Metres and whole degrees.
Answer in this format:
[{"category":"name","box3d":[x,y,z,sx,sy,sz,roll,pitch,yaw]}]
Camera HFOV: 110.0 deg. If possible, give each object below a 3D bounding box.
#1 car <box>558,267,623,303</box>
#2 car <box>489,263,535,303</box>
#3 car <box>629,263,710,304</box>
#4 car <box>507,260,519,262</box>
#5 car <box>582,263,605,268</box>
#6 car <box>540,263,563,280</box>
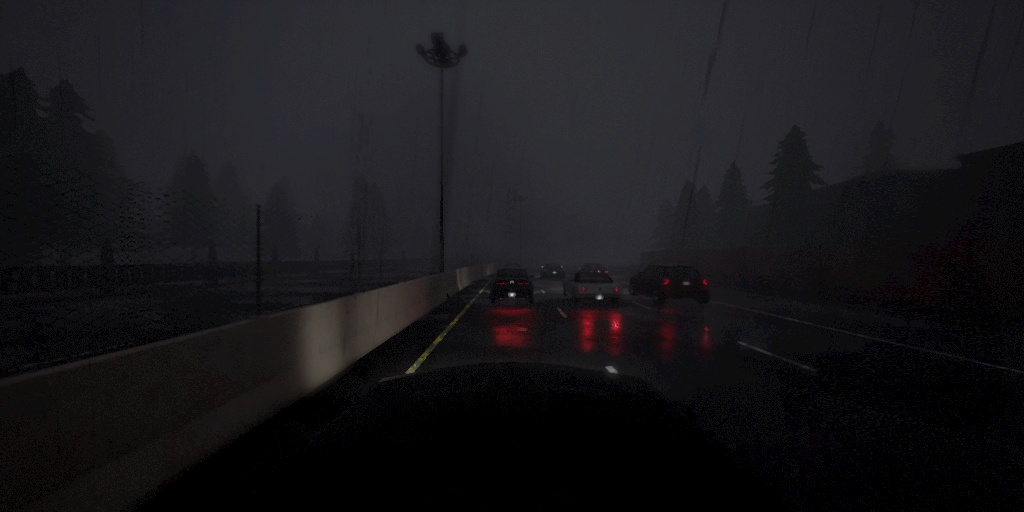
[{"category":"car","box3d":[3.500,1.366,16.530,1.895,1.301,4.718,0,0,0]},{"category":"car","box3d":[0.000,1.266,16.500,1.837,1.490,4.892,0,0,0]},{"category":"car","box3d":[7.000,1.116,16.470,2.097,1.767,4.553,0,0,0]},{"category":"car","box3d":[0.028,1.313,31.372,2.033,1.411,5.357,0,0,1]},{"category":"car","box3d":[7.026,1.313,31.202,2.033,1.411,5.357,0,0,1]},{"category":"car","box3d":[3.527,1.322,31.287,1.994,1.385,4.181,0,0,1]}]
